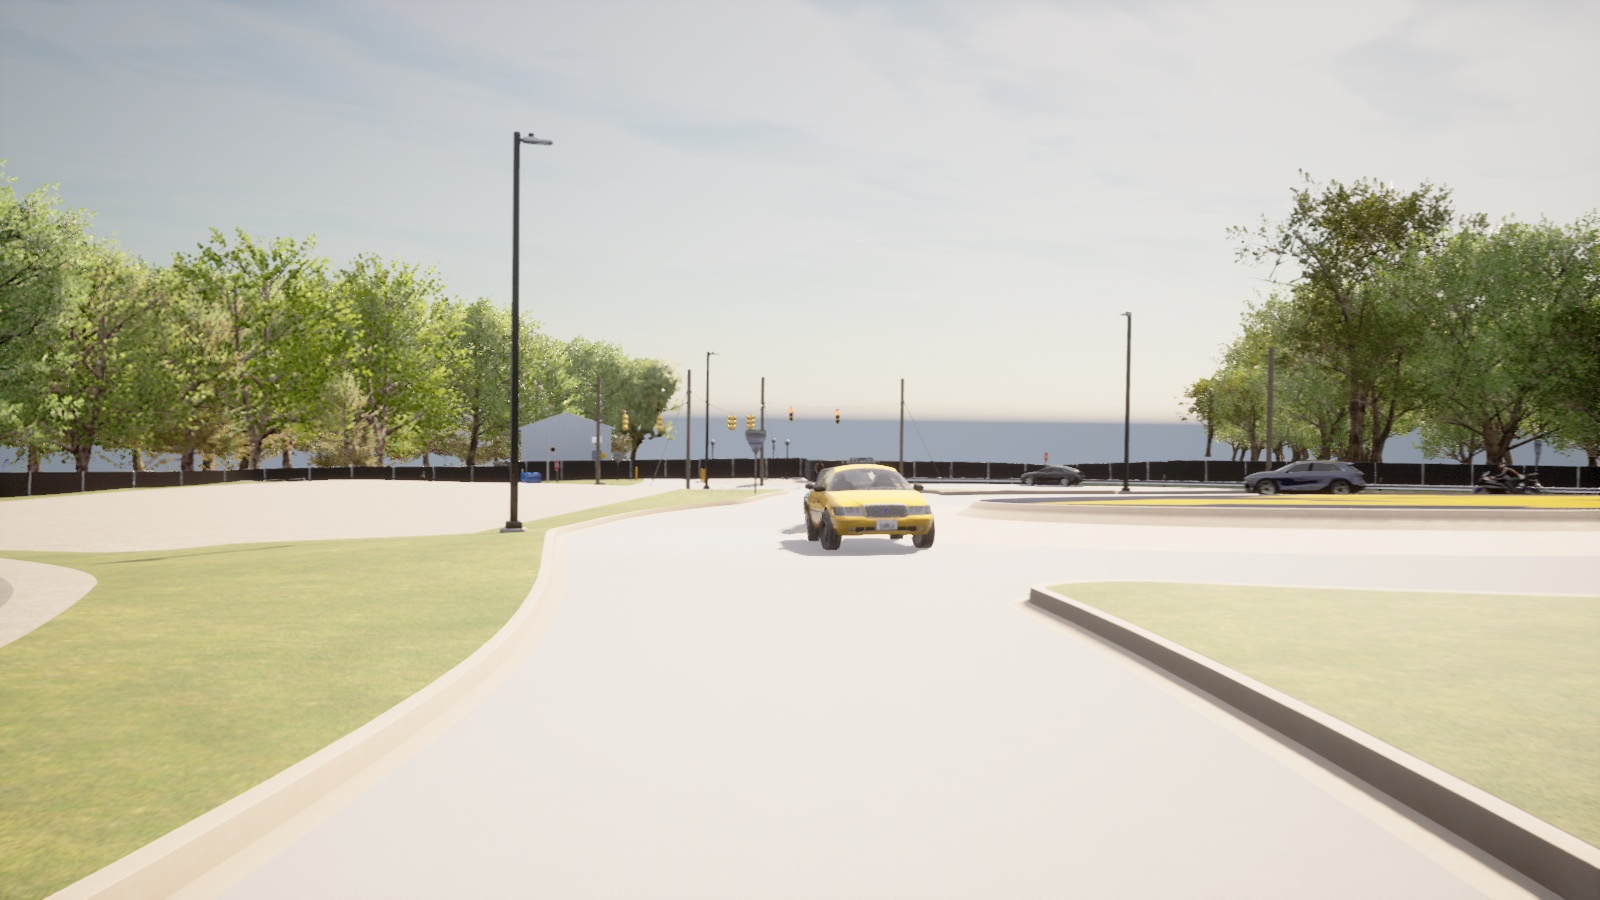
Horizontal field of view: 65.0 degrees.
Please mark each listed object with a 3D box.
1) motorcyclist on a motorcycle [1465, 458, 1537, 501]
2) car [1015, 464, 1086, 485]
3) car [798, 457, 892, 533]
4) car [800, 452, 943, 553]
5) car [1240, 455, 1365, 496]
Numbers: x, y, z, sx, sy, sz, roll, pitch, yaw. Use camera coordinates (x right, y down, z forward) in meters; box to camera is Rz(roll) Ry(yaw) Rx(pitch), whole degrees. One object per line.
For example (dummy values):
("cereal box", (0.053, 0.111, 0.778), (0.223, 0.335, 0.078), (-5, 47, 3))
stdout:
("motorcyclist on a motorcycle", (25.915, 1.093, 46.439), (2.191, 1.530, 0.866), (-2, -4, 41))
("car", (18.757, 1.826, 94.064), (4.892, 1.490, 1.837), (0, 1, 36))
("car", (1.367, 1.224, 35.883), (2.097, 1.767, 4.553), (-7, -1, 7))
("car", (1.156, 0.899, 22.812), (1.801, 1.575, 5.366), (-1, -1, -5))
("car", (21.485, 1.067, 53.932), (4.856, 1.649, 2.033), (0, 1, 19))
